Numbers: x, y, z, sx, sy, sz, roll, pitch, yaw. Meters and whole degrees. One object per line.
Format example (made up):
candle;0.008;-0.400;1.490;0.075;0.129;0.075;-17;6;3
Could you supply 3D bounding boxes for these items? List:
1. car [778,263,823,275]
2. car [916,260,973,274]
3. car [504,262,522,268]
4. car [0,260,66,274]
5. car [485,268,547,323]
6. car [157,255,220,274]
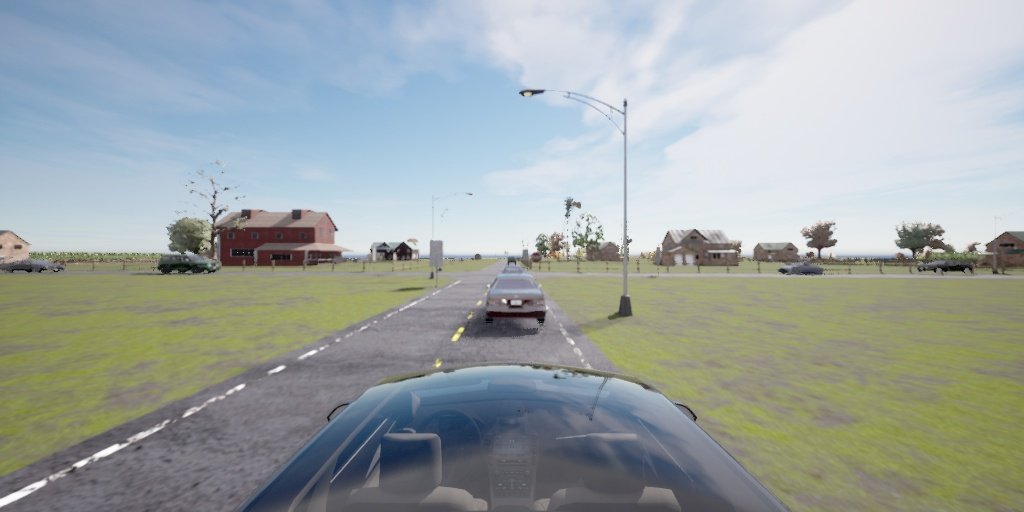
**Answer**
car;32.950;1.456;41.007;4.181;1.385;1.994;0;0;1
car;49.155;1.168;40.796;5.008;1.535;1.882;0;0;0
car;0.093;1.326;23.312;1.994;1.385;4.181;0;0;0
car;-51.926;1.090;38.791;5.357;1.411;2.033;0;0;0
car;0.092;1.303;12.166;2.033;1.411;5.357;0;0;0
car;-34.749;0.894;38.569;5.566;2.045;2.150;0;0;0
